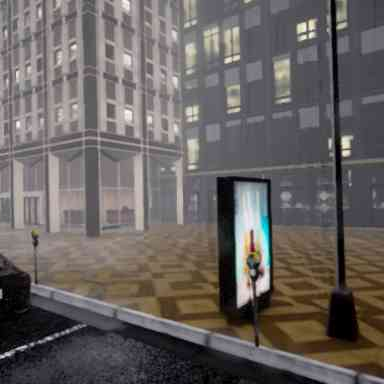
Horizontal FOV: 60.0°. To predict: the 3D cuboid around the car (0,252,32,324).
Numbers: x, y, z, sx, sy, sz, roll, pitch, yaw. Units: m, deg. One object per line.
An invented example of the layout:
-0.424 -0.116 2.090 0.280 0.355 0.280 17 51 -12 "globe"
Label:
-4.746 1.644 6.276 4.313 1.339 1.947 -1 -1 36 "car"
